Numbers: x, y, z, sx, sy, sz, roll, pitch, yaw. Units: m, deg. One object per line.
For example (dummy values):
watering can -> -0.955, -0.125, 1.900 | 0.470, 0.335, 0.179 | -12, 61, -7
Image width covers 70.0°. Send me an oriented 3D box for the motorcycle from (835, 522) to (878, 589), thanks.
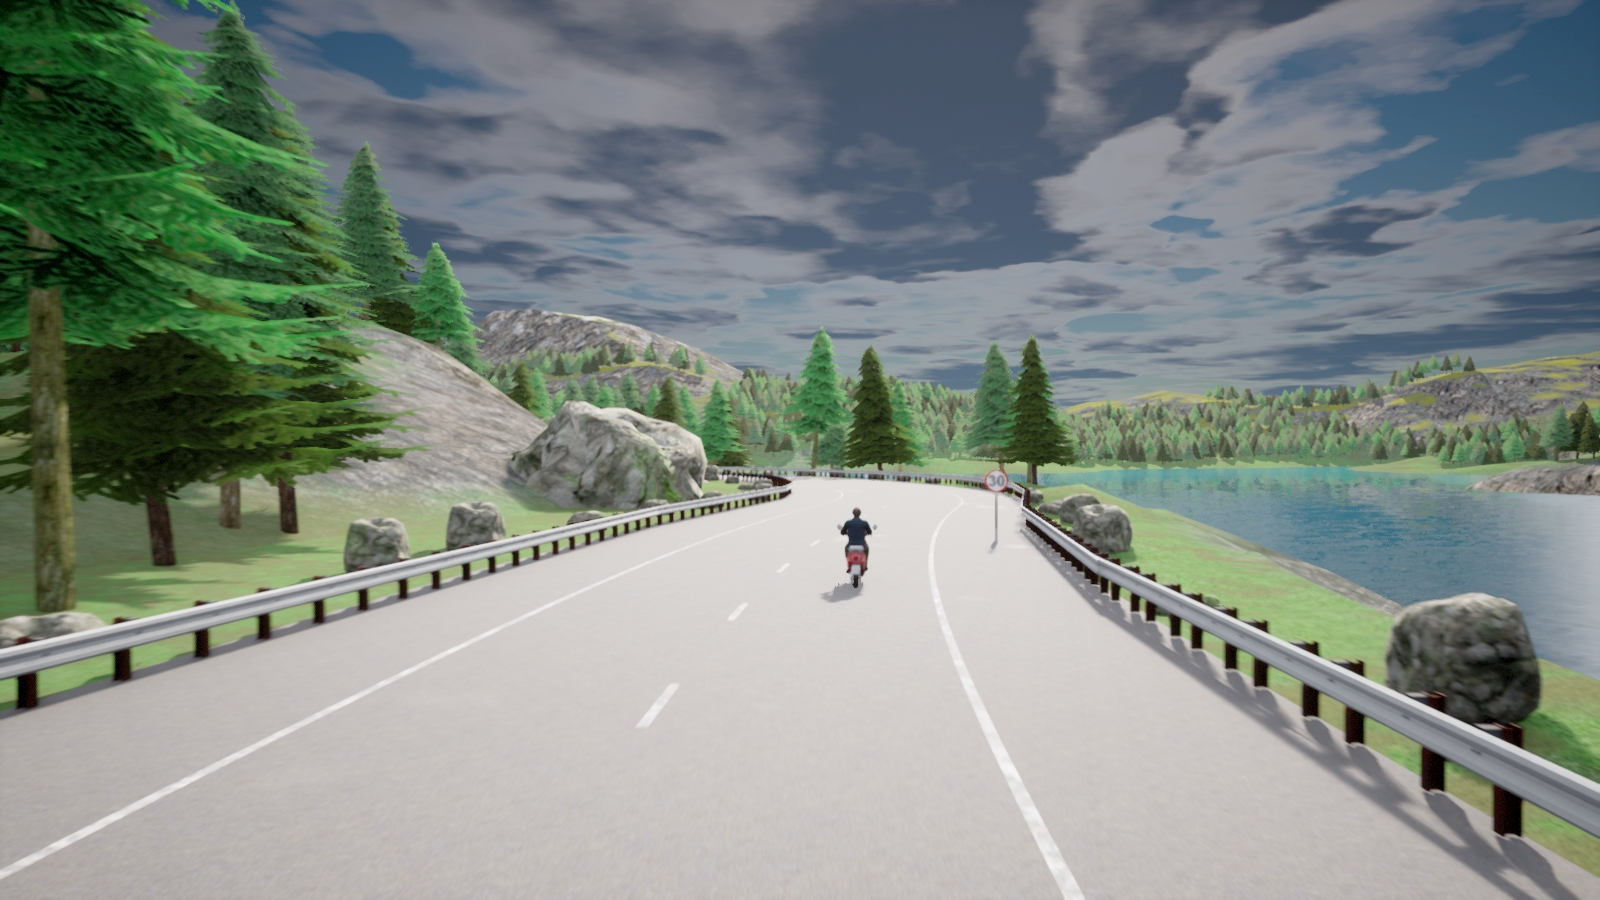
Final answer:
motorcycle -> 1.192, 2.182, 23.944 | 0.856, 1.236, 1.805 | 0, 0, 4
